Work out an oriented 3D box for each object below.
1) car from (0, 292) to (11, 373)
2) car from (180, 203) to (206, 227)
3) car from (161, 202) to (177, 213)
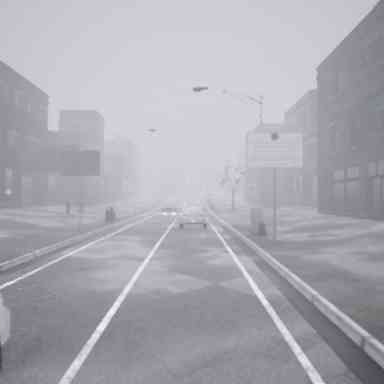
[{"bbox_3d":[-3.102,1.523,2.278,1.812,1.442,4.674,0,0,0],"label":"car"},{"bbox_3d":[0.088,1.766,24.587,1.812,1.442,4.674,0,-1,0],"label":"car"},{"bbox_3d":[-3.099,2.126,45.735,1.994,1.385,4.181,0,0,0],"label":"car"}]
